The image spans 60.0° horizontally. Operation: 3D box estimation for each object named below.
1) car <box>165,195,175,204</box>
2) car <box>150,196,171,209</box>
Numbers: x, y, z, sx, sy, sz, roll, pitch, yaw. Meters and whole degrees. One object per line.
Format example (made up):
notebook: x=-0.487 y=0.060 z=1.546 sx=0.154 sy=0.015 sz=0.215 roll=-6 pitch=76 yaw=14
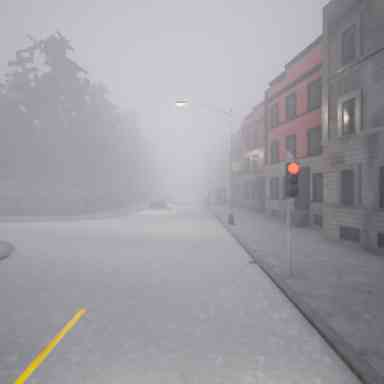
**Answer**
car: x=-4.032 y=1.279 z=58.502 sx=2.128 sy=1.511 sz=4.902 roll=0 pitch=0 yaw=1
car: x=-4.092 y=1.450 z=41.409 sx=1.895 sy=1.301 sz=4.718 roll=0 pitch=0 yaw=0
